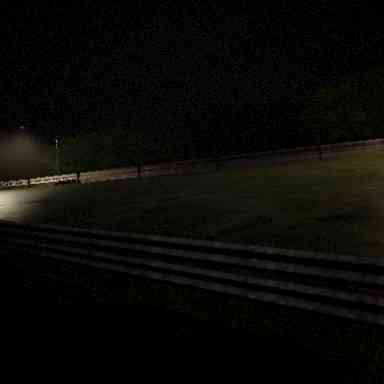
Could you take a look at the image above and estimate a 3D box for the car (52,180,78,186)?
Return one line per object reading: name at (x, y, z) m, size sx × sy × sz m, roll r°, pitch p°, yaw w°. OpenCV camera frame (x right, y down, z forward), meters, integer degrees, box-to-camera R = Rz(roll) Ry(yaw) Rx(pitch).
car at (-20.842, -1.431, 54.440) m, size 4.892 × 1.490 × 1.837 m, roll -4°, pitch -2°, yaw 27°
